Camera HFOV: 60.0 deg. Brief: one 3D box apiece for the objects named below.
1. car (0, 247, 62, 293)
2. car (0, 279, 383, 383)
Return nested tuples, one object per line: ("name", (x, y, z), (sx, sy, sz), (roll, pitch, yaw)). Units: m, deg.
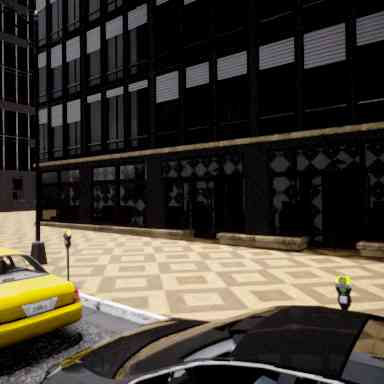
("car", (-3.942, 1.531, 5.868), (4.829, 1.417, 1.752), (0, -1, 36))
("car", (0.692, 1.567, 2.353), (4.313, 1.339, 1.947), (0, -1, 36))
